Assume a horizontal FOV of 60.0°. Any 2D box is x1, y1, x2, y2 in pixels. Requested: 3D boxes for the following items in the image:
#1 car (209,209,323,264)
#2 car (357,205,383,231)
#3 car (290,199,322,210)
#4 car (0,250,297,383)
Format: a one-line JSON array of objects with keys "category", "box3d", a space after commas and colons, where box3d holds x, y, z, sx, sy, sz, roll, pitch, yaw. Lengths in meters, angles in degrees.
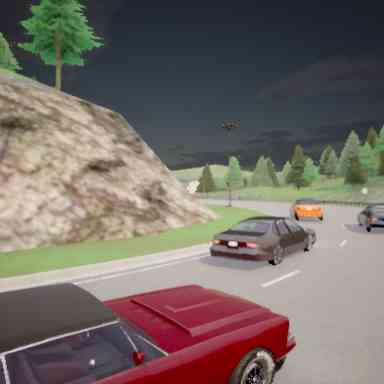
[{"category": "car", "box3d": [2.722, 1.558, 11.736, 2.033, 1.411, 5.357, -1, 0, 37]}, {"category": "car", "box3d": [11.134, 1.505, 19.836, 2.033, 1.411, 5.357, -1, 0, 20]}, {"category": "car", "box3d": [9.421, 1.346, 27.752, 2.097, 1.767, 4.553, -1, 0, 10]}, {"category": "car", "box3d": [-1.115, 1.623, 3.193, 4.718, 1.301, 1.895, 0, 0, -37]}]
